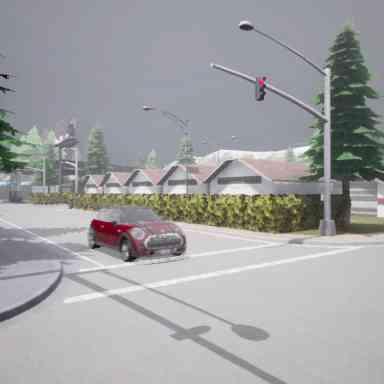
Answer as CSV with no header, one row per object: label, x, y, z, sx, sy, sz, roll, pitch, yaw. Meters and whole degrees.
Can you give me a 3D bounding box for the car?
car,-2.165,1.312,12.325,2.097,1.767,4.553,0,0,-37
